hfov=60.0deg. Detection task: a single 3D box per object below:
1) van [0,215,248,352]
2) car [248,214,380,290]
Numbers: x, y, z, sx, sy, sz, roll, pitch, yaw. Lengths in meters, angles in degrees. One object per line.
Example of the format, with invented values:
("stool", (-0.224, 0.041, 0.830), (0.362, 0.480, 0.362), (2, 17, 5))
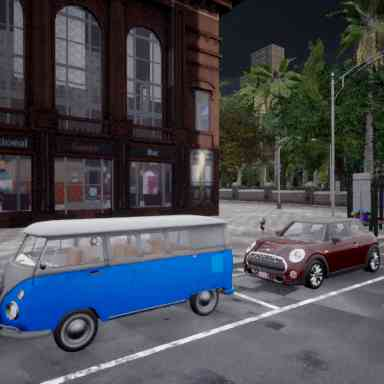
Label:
("van", (-1.103, 1.341, 5.874), (3.998, 1.788, 1.690), (0, 0, -36))
("car", (3.298, 1.439, 9.048), (4.097, 1.590, 1.967), (0, 0, -36))
